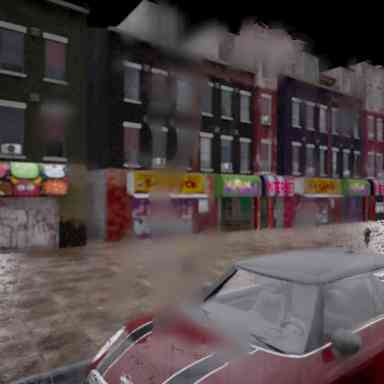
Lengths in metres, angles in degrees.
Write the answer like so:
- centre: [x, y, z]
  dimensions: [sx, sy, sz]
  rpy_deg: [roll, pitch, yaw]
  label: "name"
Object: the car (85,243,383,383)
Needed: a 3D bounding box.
- centre: [0.987, 1.454, 3.528]
  dimensions: [4.097, 1.590, 1.967]
  rpy_deg: [0, 0, -35]
  label: "car"
